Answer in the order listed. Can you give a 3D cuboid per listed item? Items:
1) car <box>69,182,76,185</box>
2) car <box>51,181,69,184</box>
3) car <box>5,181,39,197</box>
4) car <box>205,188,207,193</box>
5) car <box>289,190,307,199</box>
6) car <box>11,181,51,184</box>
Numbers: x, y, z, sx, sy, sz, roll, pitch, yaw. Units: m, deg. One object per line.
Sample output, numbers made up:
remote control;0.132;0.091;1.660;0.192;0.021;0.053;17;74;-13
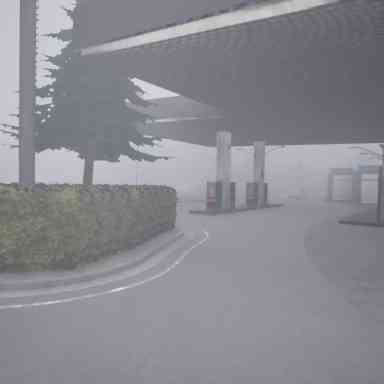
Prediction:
car;-25.349;-1.277;68.052;4.605;1.855;1.932;2;2;35
car;-26.689;-1.249;65.441;3.866;1.878;1.905;2;2;35
car;-21.692;-0.454;42.409;4.605;1.855;1.932;2;2;35
car;4.975;-0.344;65.563;5.027;1.636;2.152;2;2;35
car;17.431;0.428;54.608;1.812;1.442;4.674;2;2;35
car;-17.164;-0.171;35.189;3.866;1.878;1.905;2;2;35
